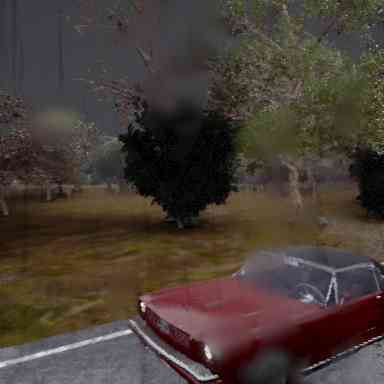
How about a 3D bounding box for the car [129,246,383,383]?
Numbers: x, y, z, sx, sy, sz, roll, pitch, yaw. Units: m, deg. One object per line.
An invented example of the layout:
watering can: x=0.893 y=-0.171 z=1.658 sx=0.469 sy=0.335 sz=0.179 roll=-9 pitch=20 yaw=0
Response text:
car: x=1.551 y=1.576 z=4.894 sx=4.718 sy=1.301 sz=1.895 roll=0 pitch=0 yaw=-33
